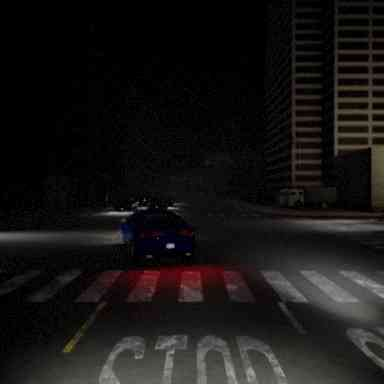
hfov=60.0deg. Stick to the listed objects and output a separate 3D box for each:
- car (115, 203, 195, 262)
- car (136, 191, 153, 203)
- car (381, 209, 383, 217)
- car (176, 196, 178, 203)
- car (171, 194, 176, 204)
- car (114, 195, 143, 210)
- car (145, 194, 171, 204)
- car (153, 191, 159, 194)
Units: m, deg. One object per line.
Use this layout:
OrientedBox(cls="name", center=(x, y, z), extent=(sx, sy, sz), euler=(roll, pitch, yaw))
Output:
OrientedBox(cls="car", center=(-1.408, 1.374, 11.870), extent=(1.882, 1.535, 5.008), euler=(0, 0, -19))
OrientedBox(cls="car", center=(-7.086, 1.065, 45.790), extent=(2.097, 1.767, 4.553), euler=(0, 0, 0))
OrientedBox(cls="car", center=(15.915, 1.290, 23.248), extent=(4.902, 1.511, 2.128), euler=(0, 0, 0))
OrientedBox(cls="car", center=(-3.537, 1.113, 58.103), extent=(1.882, 1.535, 5.008), euler=(0, 0, 1))
OrientedBox(cls="car", center=(-3.587, 1.282, 44.959), extent=(1.994, 1.385, 4.181), euler=(0, 0, 0))
OrientedBox(cls="car", center=(-7.089, 1.319, 36.358), extent=(2.033, 1.411, 5.357), euler=(0, 0, 0))
OrientedBox(cls="car", center=(-3.587, 1.278, 36.044), extent=(1.837, 1.490, 4.892), euler=(0, 0, 0))
OrientedBox(cls="car", center=(-7.021, 0.850, 59.311), extent=(2.150, 2.045, 5.566), euler=(0, 0, 0))
